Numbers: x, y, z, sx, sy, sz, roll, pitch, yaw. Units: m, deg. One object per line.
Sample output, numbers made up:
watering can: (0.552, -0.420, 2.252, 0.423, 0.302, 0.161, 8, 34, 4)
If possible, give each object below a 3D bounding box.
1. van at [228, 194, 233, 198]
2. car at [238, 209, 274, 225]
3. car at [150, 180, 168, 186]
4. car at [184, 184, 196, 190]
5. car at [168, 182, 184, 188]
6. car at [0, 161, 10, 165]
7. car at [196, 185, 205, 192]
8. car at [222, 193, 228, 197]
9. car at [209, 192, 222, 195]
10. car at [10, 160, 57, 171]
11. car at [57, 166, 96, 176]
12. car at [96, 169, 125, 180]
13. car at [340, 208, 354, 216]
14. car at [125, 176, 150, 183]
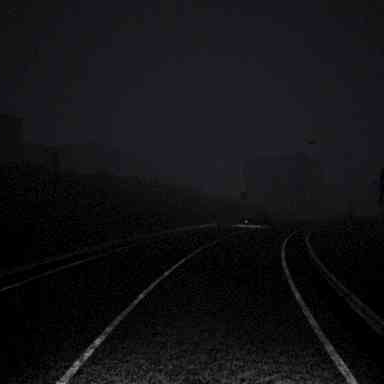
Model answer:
van: (9.151, 1.448, 91.494, 1.878, 1.987, 4.442, -1, -6, 21)
car: (6.265, 2.378, 32.061, 2.033, 1.411, 5.357, -2, -3, 32)
car: (-6.606, -1.329, 56.040, 2.002, 1.452, 4.674, -2, -5, 29)
car: (-1.614, -0.752, 65.890, 2.185, 1.767, 4.553, -2, -5, 26)
car: (-4.103, -1.015, 60.839, 2.231, 1.521, 4.892, -2, -5, 27)
car: (-21.008, -3.116, 32.264, 2.231, 1.521, 4.892, -2, -5, 35)
car: (0.771, -0.465, 70.962, 2.435, 2.045, 5.566, -2, -5, 25)
car: (7.146, 1.195, 86.189, 2.002, 1.452, 4.674, -1, -5, 21)
car: (5.113, 0.713, 81.055, 2.002, 1.452, 4.674, -1, -5, 22)
car: (-17.937, -2.740, 36.869, 2.002, 1.452, 4.674, -2, -5, 33)
car: (-14.965, -2.435, 41.544, 2.097, 1.535, 5.008, -2, -5, 32)
car: (-12.105, -2.213, 46.267, 2.185, 1.767, 4.553, -2, -5, 31)
car: (30.759, 3.973, 65.899, 1.812, 1.442, 4.674, -3, -4, 36)
car: (-9.258, -1.694, 51.213, 2.163, 1.488, 4.792, -2, -5, 30)
